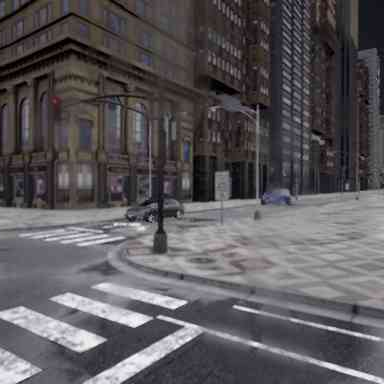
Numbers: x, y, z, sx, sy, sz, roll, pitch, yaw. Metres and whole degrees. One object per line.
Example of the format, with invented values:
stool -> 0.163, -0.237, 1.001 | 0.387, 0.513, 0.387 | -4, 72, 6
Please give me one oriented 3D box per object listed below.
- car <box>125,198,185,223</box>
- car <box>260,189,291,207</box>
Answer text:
car -> -2.425, 1.215, 22.751 | 1.837, 1.490, 4.892 | 0, 1, 36
car -> 10.235, 0.642, 40.454 | 2.150, 2.045, 5.566 | 0, 1, 36
